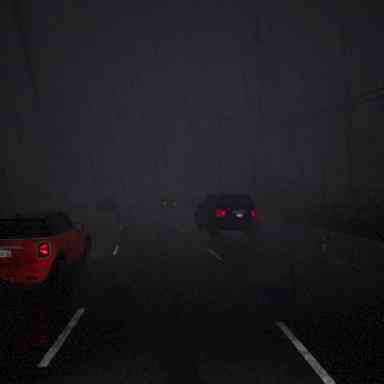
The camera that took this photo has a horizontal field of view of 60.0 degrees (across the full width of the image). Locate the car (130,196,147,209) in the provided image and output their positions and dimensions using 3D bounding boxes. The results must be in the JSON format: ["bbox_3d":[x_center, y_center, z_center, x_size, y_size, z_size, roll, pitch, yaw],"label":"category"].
[{"bbox_3d":[-6.826,1.414,42.427,1.895,1.301,4.718,0,0,-11],"label":"car"}]

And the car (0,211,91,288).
[{"bbox_3d":[-4.207,1.311,9.147,2.097,1.767,4.553,0,0,-6],"label":"car"}]

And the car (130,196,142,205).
[{"bbox_3d":[-9.241,1.361,54.613,1.895,1.301,4.718,0,0,-11],"label":"car"}]

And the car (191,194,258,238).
[{"bbox_3d":[1.631,1.143,17.534,2.150,2.045,5.566,0,0,-11],"label":"car"}]

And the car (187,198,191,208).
[{"bbox_3d":[0.550,1.313,41.210,2.128,1.511,4.902,0,0,-11],"label":"car"}]

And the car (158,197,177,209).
[{"bbox_3d":[-3.067,1.366,41.450,2.033,1.411,5.357,0,0,-11],"label":"car"}]

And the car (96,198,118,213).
[{"bbox_3d":[-8.915,1.323,34.960,1.882,1.535,5.008,0,0,-11],"label":"car"}]
